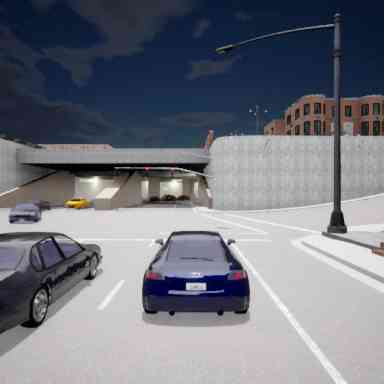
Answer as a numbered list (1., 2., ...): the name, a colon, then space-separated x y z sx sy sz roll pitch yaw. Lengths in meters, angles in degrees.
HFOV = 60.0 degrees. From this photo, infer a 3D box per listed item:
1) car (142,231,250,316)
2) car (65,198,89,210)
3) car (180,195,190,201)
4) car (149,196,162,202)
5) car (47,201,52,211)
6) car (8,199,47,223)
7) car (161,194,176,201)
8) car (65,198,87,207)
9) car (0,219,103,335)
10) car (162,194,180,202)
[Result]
1. car: 0.078 1.564 7.614 1.994 1.385 4.181 0 0 0
2. car: -14.770 1.477 43.086 1.882 1.535 5.008 0 0 -1
3. car: -2.119 1.524 84.921 1.812 1.442 4.674 0 0 28
4. car: -8.268 1.540 74.834 2.033 1.411 5.357 0 0 6
5. car: -18.147 1.547 38.909 2.033 1.411 5.357 0 0 -2
6. car: -12.505 1.547 25.188 2.033 1.411 5.357 0 0 -20
7. car: -5.925 1.355 84.884 2.097 1.767 4.553 0 0 24
8. car: -18.517 1.600 53.289 1.895 1.301 4.718 0 0 -1
9. car: -3.424 1.547 6.917 2.033 1.411 5.357 0 0 0
10. car: -4.749 1.355 75.126 2.097 1.767 4.553 0 0 6
